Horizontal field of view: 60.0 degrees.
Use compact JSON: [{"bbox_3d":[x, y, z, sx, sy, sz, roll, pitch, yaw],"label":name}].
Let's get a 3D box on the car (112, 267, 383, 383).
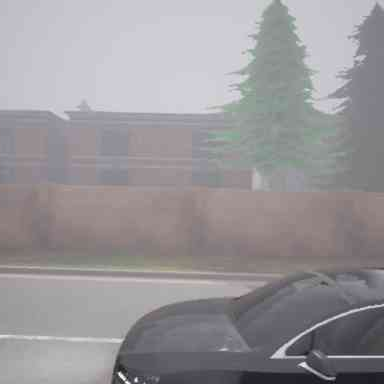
[{"bbox_3d":[1.675,1.597,3.398,4.892,1.490,1.837,2,-1,2],"label":"car"}]
